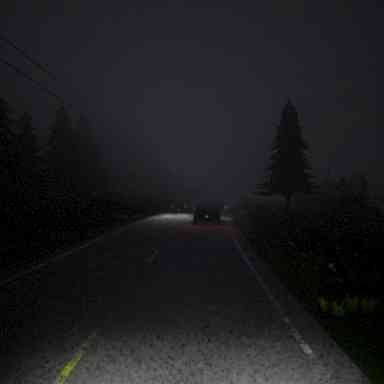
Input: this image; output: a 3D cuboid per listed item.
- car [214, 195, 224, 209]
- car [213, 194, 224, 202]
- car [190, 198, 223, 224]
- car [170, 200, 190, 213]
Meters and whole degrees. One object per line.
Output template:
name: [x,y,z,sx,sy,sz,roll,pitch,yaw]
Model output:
car: [3.155,1.485,42.672,2.128,1.511,4.902,0,0,8]
car: [6.117,1.336,76.208,1.882,1.535,5.008,0,0,12]
car: [1.186,1.473,24.724,1.882,1.535,5.008,0,0,5]
car: [-1.096,1.593,36.306,1.895,1.301,4.718,0,0,7]
